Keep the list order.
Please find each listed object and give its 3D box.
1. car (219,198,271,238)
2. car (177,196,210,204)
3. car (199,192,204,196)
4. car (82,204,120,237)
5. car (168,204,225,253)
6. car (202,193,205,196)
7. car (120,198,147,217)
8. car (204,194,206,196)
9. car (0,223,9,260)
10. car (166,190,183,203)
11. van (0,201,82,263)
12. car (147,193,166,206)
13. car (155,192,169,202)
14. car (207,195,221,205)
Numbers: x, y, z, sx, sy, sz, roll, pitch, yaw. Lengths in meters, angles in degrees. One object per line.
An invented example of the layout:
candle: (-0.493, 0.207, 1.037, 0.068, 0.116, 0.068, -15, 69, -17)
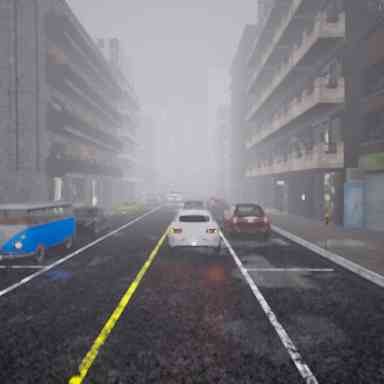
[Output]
car: (2.627, 1.277, 16.770, 1.967, 1.590, 4.097, -1, 1, 0)
car: (0.138, 1.295, 25.935, 2.033, 1.411, 5.357, 0, 1, 1)
car: (2.966, 0.659, 94.425, 1.802, 1.307, 4.206, -1, 1, 0)
car: (-5.252, 1.402, 16.752, 1.947, 1.339, 4.313, -1, 1, 0)
car: (0.101, 1.400, 12.919, 1.812, 1.442, 4.674, 0, 0, 1)
car: (2.751, 1.127, 45.091, 1.947, 1.339, 4.313, -1, 1, 0)
car: (-5.204, 1.253, 27.884, 1.752, 1.417, 4.829, -1, 1, 0)
car: (2.726, 1.162, 39.428, 1.887, 1.381, 4.507, -1, 1, 0)
car: (-5.301, 1.496, 5.450, 2.008, 1.369, 4.403, -1, 1, 0)
car: (-2.595, 0.706, 53.136, 2.150, 2.045, 5.566, 0, 0, 1)
van: (-5.279, 1.232, 11.099, 1.690, 1.788, 3.998, -1, 1, 0)
car: (-5.130, 1.112, 45.008, 2.008, 1.369, 4.403, -1, 1, 0)
car: (-5.204, 0.873, 58.082, 1.967, 1.590, 4.097, -1, 1, 0)
car: (2.702, 1.254, 33.764, 1.802, 1.307, 4.206, -1, 1, 0)
